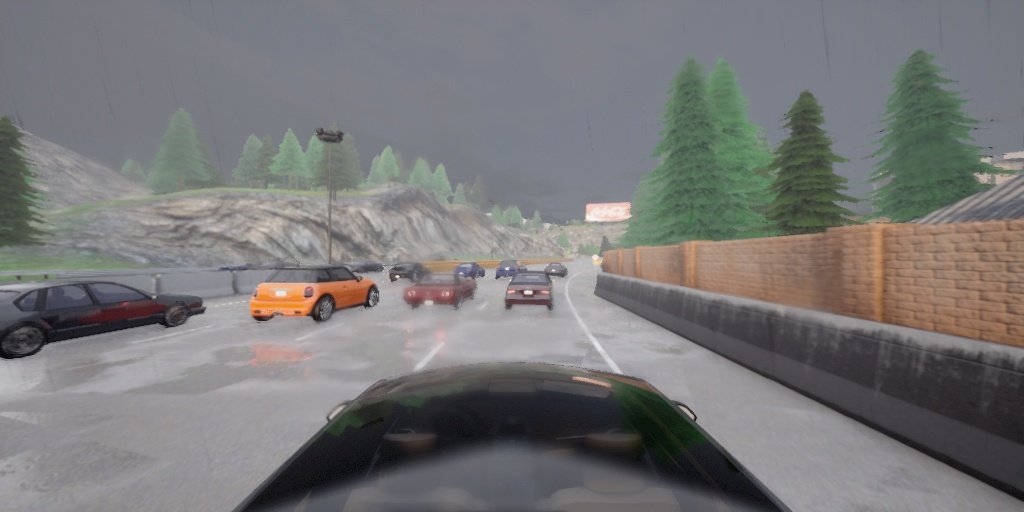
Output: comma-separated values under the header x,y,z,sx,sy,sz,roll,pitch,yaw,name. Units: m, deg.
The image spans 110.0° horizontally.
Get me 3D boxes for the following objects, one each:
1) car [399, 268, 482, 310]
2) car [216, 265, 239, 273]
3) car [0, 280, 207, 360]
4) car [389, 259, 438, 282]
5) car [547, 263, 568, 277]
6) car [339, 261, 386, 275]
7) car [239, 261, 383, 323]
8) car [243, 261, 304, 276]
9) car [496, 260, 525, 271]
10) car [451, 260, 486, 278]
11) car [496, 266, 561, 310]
x,y,z,sx,sy,sz,roll,pitch,yaw,name
-2.693,1.346,14.712,1.895,1.301,4.718,0,0,5,car
-27.699,1.278,37.245,1.895,1.301,4.718,0,0,12,car
-10.179,1.269,8.251,2.033,1.411,5.357,0,0,3,car
-7.859,1.238,28.249,1.837,1.490,4.892,0,0,10,car
4.355,1.334,35.248,1.994,1.385,4.181,0,0,13,car
-16.392,1.258,39.697,2.033,1.411,5.357,0,0,14,car
-6.375,1.086,12.238,2.097,1.767,4.553,0,0,4,car
-24.239,1.234,36.773,2.033,1.411,5.357,0,0,12,car
0.025,1.109,32.052,2.097,1.767,4.553,0,0,12,car
-3.691,1.271,31.469,1.812,1.442,4.674,0,0,11,car
0.810,1.303,14.844,2.033,1.411,5.357,0,0,6,car
